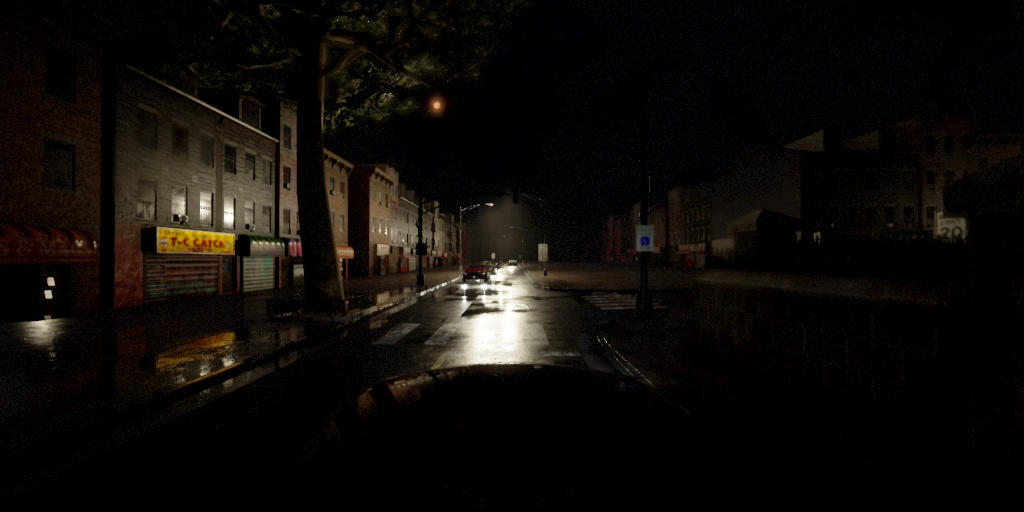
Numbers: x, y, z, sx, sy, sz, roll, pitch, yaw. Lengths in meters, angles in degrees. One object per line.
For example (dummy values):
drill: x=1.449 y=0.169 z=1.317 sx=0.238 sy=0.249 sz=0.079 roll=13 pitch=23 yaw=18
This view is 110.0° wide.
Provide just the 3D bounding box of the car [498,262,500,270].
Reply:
car: x=-2.746 y=1.329 z=53.337 sx=1.812 sy=1.442 sz=4.674 roll=0 pitch=0 yaw=0

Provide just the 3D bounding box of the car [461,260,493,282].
car: x=-2.806 y=1.285 z=28.821 sx=1.812 sy=1.442 sz=4.674 roll=0 pitch=0 yaw=0

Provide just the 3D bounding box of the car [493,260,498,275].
car: x=-2.786 y=1.274 z=39.133 sx=1.837 sy=1.490 sz=4.892 roll=0 pitch=0 yaw=0
